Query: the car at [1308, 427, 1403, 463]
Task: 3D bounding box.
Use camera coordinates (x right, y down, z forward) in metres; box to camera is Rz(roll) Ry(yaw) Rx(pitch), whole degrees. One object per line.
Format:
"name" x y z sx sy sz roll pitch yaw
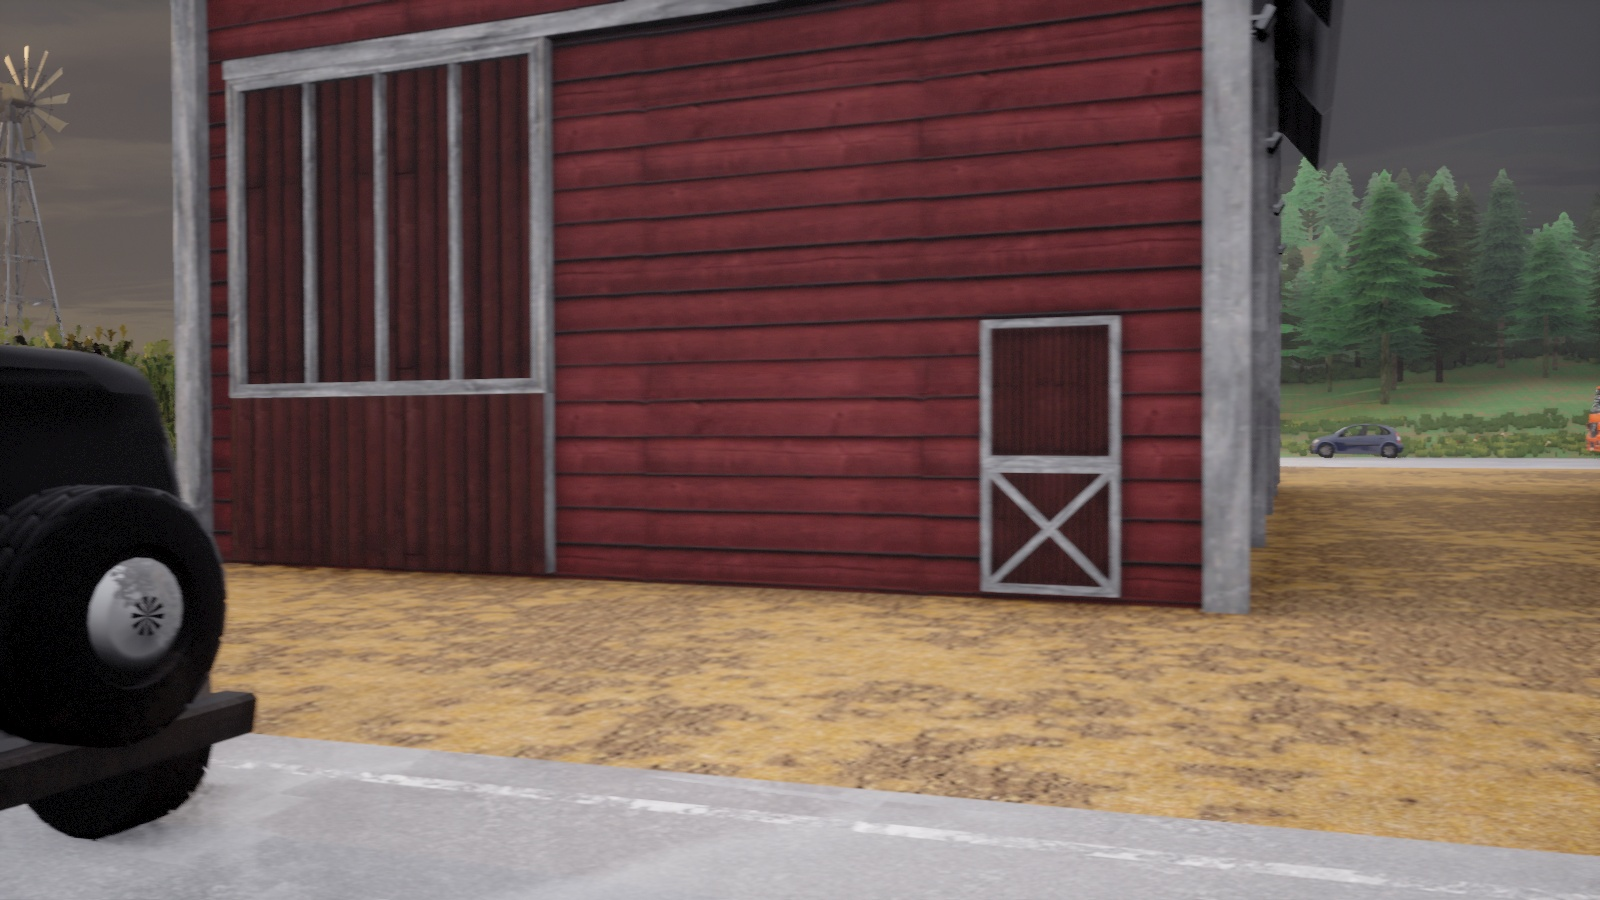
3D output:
"car" 25.849 -0.256 58.596 3.988 1.617 1.851 1 1 22

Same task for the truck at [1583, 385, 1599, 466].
"truck" 38.305 -1.009 53.524 7.936 3.462 2.891 1 1 22

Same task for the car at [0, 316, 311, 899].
"car" -4.019 0.535 4.543 3.866 1.878 1.905 1 1 19
